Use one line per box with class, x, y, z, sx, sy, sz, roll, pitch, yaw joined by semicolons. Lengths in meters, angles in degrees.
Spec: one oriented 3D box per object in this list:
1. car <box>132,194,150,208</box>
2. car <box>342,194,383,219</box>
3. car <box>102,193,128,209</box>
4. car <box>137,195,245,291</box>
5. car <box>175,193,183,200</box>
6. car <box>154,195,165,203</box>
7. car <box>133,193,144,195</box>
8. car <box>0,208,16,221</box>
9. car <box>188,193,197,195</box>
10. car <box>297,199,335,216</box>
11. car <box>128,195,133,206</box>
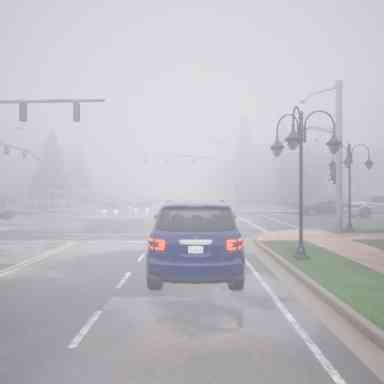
car;-7.045;1.477;48.997;1.882;1.535;5.008;0;0;0
car;16.211;1.221;28.810;5.566;2.045;2.150;0;0;-1
car;-10.557;1.352;44.925;2.097;1.767;4.553;0;0;0
car;0.087;1.221;9.185;2.150;2.045;5.566;0;0;0
car;-3.432;1.210;87.778;2.097;1.767;4.553;0;0;0
car;-6.945;1.500;71.154;1.837;1.490;4.892;0;0;0
car;-10.447;1.478;68.639;1.882;1.535;5.008;0;0;0
car;-16.046;1.525;25.465;4.674;1.442;1.812;0;0;0
car;0.061;1.544;77.933;1.994;1.385;4.181;0;0;0
car;12.766;1.505;32.290;4.892;1.490;1.837;0;0;-1
car;-10.544;1.562;54.660;1.994;1.385;4.181;0;0;0
